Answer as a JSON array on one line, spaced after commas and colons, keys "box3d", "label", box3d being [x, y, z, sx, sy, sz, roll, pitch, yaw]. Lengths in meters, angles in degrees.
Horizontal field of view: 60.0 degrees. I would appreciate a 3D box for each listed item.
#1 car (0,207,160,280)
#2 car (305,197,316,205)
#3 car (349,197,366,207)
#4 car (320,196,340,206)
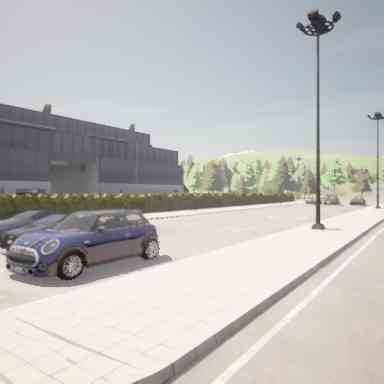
[{"box3d": [-3.072, 1.349, 10.178, 2.097, 1.767, 4.553, 0, 0, 35], "label": "car"}, {"box3d": [21.049, 1.581, 57.438, 1.895, 1.301, 4.718, 0, 0, 35], "label": "car"}, {"box3d": [26.343, 1.529, 52.786, 2.033, 1.411, 5.357, 0, 0, 35], "label": "car"}, {"box3d": [22.352, 1.473, 53.168, 2.128, 1.511, 4.902, 0, 0, 35], "label": "car"}]
